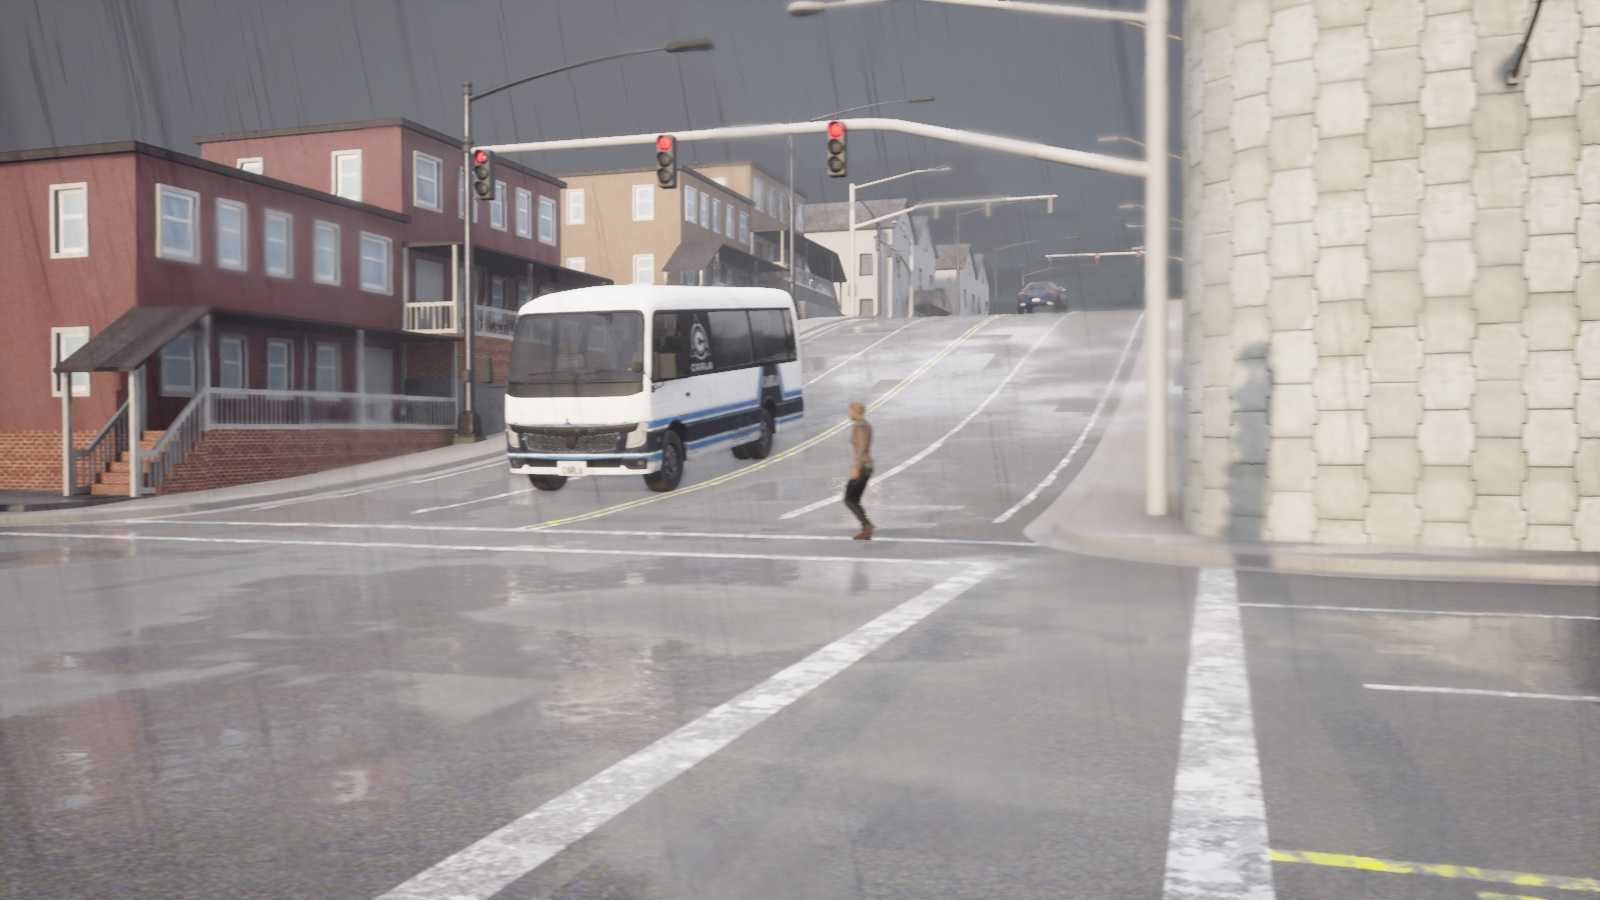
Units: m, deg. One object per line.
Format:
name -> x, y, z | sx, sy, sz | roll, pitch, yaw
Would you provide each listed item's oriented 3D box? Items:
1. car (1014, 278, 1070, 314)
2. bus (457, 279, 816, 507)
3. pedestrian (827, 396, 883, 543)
car -> 12.465, -7.865, 64.435 | 2.152, 1.651, 5.027 | 1, 6, 18
bus -> -3.125, -1.636, 28.846 | 3.944, 4.253, 10.273 | 1, 7, 18
pedestrian -> 0.698, 0.238, 16.016 | 0.634, 1.846, 0.331 | 1, 1, 19
